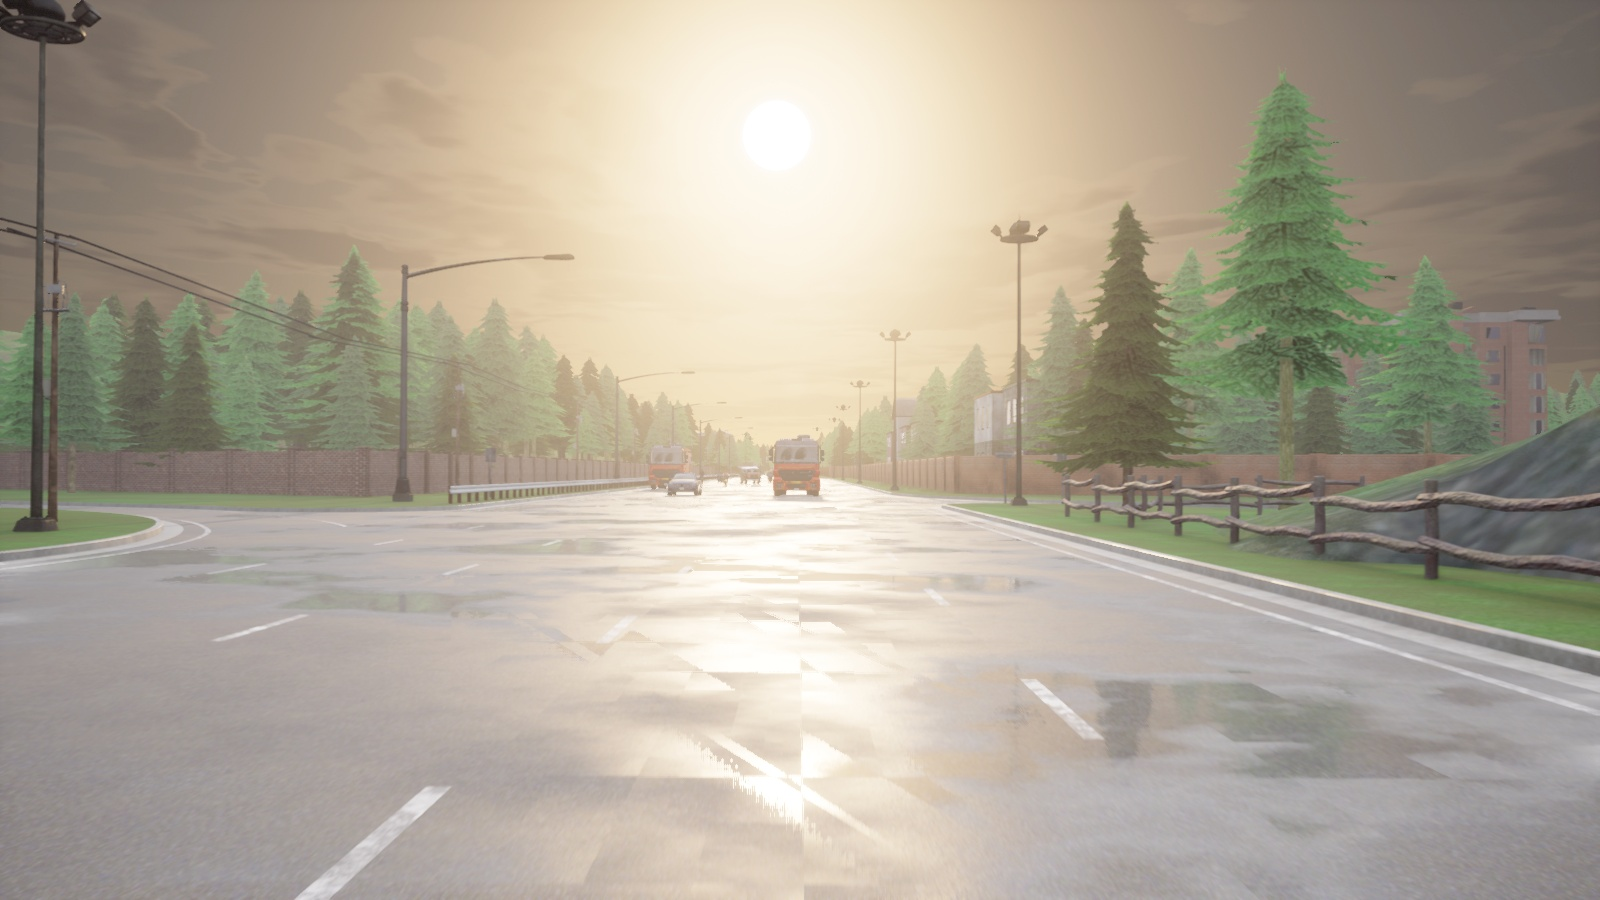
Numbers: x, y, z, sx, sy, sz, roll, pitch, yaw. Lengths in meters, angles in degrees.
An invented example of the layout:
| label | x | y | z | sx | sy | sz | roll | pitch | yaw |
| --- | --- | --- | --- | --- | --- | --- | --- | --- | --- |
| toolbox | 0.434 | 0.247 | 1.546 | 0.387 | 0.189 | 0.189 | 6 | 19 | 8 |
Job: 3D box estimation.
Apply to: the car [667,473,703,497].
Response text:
| label | x | y | z | sx | sy | sz | roll | pitch | yaw |
| --- | --- | --- | --- | --- | --- | --- | --- | --- | --- |
| car | -7.194 | 2.189 | 78.833 | 1.812 | 1.442 | 4.674 | 0 | -1 | 0 |

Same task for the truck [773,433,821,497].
| label | x | y | z | sx | sy | sz | roll | pitch | yaw |
| --- | --- | --- | --- | --- | --- | --- | --- | --- | --- |
| truck | -0.201 | 0.983 | 79.601 | 2.891 | 3.827 | 8.468 | 0 | -1 | 0 |
